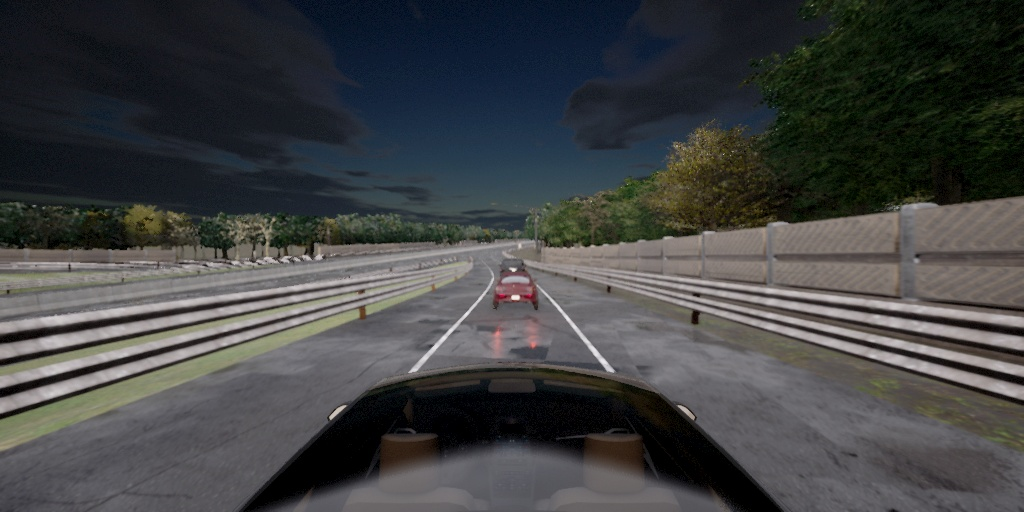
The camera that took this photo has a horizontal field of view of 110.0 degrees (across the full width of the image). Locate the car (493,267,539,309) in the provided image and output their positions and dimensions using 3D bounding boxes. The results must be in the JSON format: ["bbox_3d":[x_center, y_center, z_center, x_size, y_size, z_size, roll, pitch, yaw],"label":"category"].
[{"bbox_3d":[0.169,1.392,15.665,1.812,1.442,4.674,0,0,1],"label":"car"}]

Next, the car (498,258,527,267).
[{"bbox_3d":[0.041,1.203,29.412,2.150,2.045,5.566,0,0,-1],"label":"car"}]
